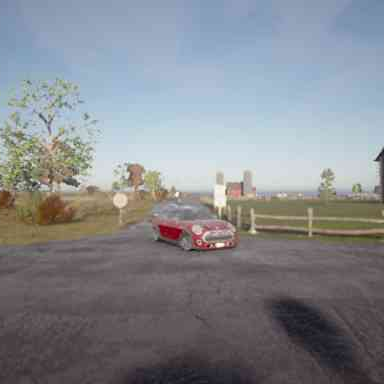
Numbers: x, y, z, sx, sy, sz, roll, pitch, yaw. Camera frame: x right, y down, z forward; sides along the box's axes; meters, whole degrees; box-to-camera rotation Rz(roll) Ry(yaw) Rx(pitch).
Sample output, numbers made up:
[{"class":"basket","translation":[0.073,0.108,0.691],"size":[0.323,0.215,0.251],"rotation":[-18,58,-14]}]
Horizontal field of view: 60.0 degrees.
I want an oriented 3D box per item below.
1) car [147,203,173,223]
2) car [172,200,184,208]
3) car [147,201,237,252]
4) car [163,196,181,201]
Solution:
[{"class":"car","translation":[-2.714,1.791,29.460],"size":[1.812,1.442,4.674],"rotation":[0,0,0]},{"class":"car","translation":[-2.508,2.094,59.373],"size":[1.994,1.385,4.181],"rotation":[0,-1,0]},{"class":"car","translation":[-0.049,1.441,14.560],"size":[2.097,1.767,4.553],"rotation":[0,0,-30]},{"class":"car","translation":[-2.635,1.618,44.377],"size":[2.150,2.045,5.566],"rotation":[0,0,1]}]
